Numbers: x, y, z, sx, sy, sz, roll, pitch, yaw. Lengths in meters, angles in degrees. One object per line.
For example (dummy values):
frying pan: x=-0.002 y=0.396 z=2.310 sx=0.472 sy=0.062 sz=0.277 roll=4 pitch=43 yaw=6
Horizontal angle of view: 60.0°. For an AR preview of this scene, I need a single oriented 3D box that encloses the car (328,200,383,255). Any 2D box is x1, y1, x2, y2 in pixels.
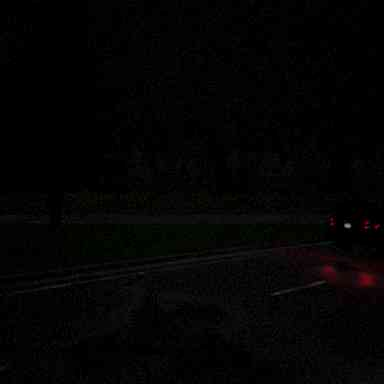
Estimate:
car: x=8.069 y=1.364 z=13.833 sx=5.566 sy=2.045 sz=2.150 roll=0 pitch=0 yaw=-32
